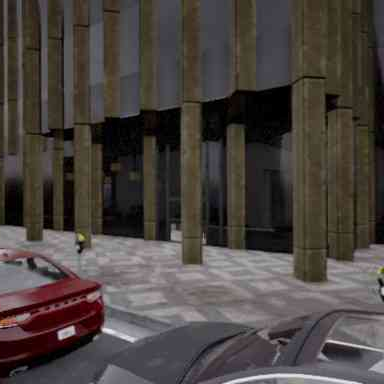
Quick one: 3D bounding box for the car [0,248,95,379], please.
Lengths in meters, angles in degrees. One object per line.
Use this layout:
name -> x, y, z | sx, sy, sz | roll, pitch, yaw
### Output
car -> -3.343, 1.593, 5.331 | 4.507, 1.381, 1.887 | -1, 0, 35

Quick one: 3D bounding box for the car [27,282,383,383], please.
car -> 1.092, 1.553, 2.185 | 4.403, 1.369, 2.008 | -1, 0, 35
